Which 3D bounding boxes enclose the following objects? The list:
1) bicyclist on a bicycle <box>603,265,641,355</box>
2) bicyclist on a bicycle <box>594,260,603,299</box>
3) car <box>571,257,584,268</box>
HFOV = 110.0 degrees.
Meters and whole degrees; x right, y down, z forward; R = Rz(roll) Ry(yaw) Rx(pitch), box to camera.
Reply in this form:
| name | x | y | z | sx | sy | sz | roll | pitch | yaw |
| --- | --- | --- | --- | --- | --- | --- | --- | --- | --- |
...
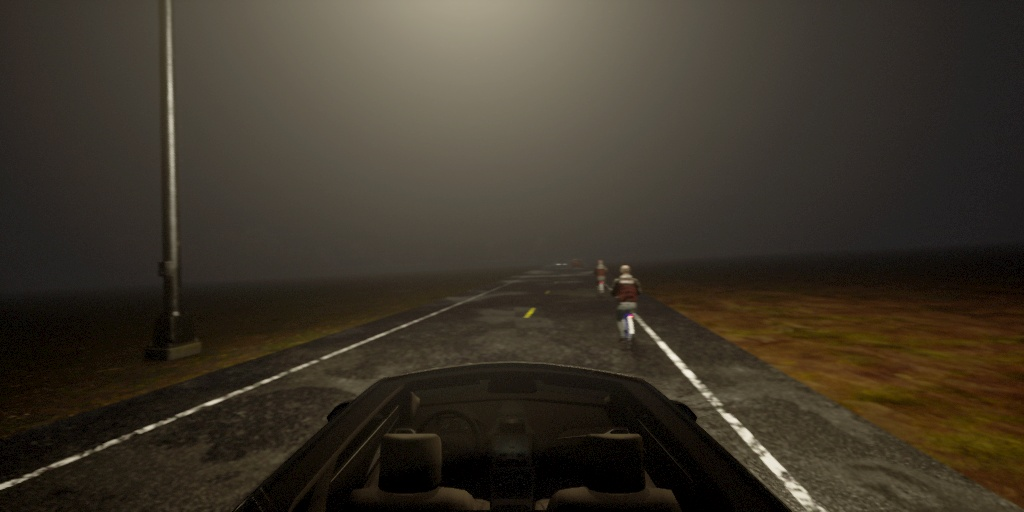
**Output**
| name | x | y | z | sx | sy | sz | roll | pitch | yaw |
| --- | --- | --- | --- | --- | --- | --- | --- | --- | --- |
| bicyclist on a bicycle | 2.425 | 1.078 | 7.677 | 0.659 | 1.776 | 1.843 | -2 | 0 | 11 |
| bicyclist on a bicycle | 4.072 | 1.068 | 16.493 | 0.659 | 1.776 | 1.843 | -2 | 0 | 11 |
| car | 11.033 | 1.189 | 60.450 | 1.882 | 1.535 | 5.008 | -2 | 0 | 10 |
